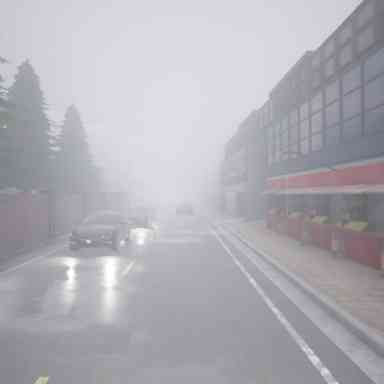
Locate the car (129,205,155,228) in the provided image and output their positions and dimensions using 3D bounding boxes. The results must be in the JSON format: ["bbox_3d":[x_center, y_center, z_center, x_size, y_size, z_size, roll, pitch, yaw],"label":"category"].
[{"bbox_3d":[-4.072,1.792,24.145,1.994,1.385,4.181,0,-1,-1],"label":"car"}]

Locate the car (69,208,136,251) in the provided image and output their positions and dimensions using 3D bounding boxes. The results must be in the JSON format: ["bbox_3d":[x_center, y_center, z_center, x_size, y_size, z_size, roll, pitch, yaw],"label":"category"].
[{"bbox_3d":[-3.923,1.647,14.857,1.837,1.490,4.892,0,-1,-1],"label":"car"}]

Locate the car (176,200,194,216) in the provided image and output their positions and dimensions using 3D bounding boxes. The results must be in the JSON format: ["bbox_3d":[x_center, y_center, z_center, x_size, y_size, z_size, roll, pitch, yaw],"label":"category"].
[{"bbox_3d":[-0.791,1.841,37.429,2.128,1.511,4.902,0,-1,-1],"label":"car"}]

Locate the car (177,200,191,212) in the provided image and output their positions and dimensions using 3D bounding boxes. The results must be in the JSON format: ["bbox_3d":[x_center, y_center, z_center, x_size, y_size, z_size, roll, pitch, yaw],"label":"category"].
[{"bbox_3d":[-1.056,1.920,47.390,1.882,1.535,5.008,0,-1,-1],"label":"car"}]

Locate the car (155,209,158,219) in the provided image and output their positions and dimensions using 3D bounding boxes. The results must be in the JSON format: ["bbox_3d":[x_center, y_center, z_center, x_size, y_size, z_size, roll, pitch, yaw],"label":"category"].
[{"bbox_3d":[-4.259,1.886,30.321,1.895,1.301,4.718,0,-1,-1],"label":"car"}]
